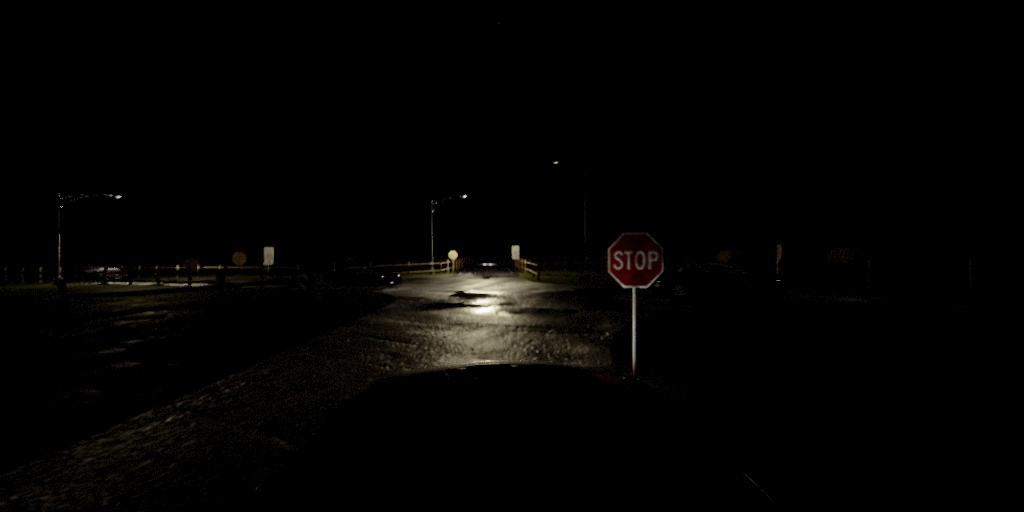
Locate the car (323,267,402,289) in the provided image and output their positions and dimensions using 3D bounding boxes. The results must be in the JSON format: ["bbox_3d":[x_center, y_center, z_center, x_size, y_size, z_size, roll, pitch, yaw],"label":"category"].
[{"bbox_3d":[-9.278,1.319,22.372,4.718,1.301,1.895,-1,0,21],"label":"car"}]

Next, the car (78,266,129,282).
[{"bbox_3d":[-37.968,1.665,33.426,5.357,1.411,2.033,-1,0,21],"label":"car"}]

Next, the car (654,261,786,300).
[{"bbox_3d":[8.722,0.977,15.435,4.902,1.511,2.128,-1,0,21],"label":"car"}]
